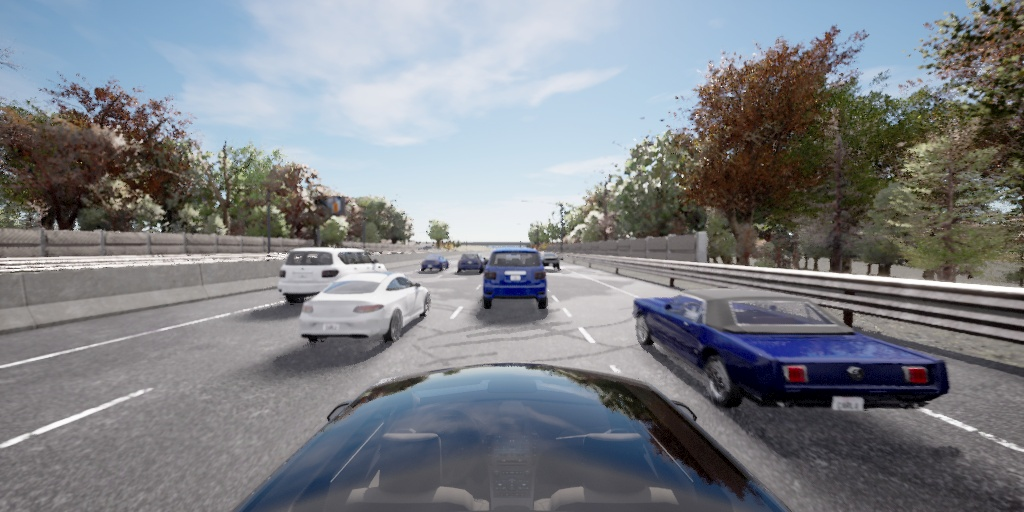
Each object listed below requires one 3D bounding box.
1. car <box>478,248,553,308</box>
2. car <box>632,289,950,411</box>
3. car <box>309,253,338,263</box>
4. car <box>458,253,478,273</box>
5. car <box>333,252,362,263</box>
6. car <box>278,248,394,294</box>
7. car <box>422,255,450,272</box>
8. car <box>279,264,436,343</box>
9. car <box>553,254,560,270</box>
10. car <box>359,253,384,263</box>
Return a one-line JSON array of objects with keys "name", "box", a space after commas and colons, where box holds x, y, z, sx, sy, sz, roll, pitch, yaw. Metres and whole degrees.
[{"name": "car", "box": [0.085, 0.714, 13.774, 2.150, 2.045, 5.566, 0, 1, 0]}, {"name": "car", "box": [3.564, 1.202, 5.945, 1.895, 1.301, 4.718, 0, 1, 2]}, {"name": "car", "box": [-28.061, 0.232, 53.495, 1.994, 1.385, 4.181, 0, 1, 0]}, {"name": "car", "box": [-3.406, 0.482, 31.147, 2.097, 1.767, 4.553, 0, 1, 0]}, {"name": "car", "box": [-24.562, 0.154, 53.770, 2.128, 1.511, 4.902, 0, 1, 0]}, {"name": "car", "box": [-6.902, 0.699, 14.499, 2.150, 2.045, 5.566, 0, 1, 0]}, {"name": "car", "box": [-6.905, 0.628, 32.496, 1.812, 1.442, 4.674, 0, 1, 0]}, {"name": "car", "box": [-3.401, 1.119, 9.036, 1.812, 1.442, 4.674, 0, 1, 0]}, {"name": "car", "box": [3.493, 0.496, 34.547, 1.837, 1.490, 4.892, 0, 1, 0]}, {"name": "car", "box": [-21.064, 0.262, 53.858, 1.895, 1.301, 4.718, 0, 1, 1]}]
